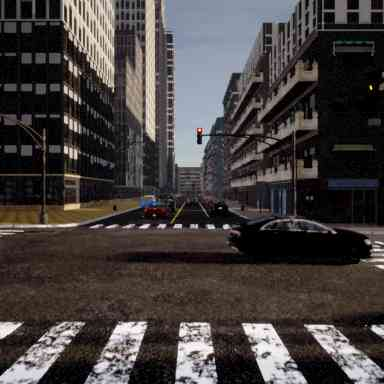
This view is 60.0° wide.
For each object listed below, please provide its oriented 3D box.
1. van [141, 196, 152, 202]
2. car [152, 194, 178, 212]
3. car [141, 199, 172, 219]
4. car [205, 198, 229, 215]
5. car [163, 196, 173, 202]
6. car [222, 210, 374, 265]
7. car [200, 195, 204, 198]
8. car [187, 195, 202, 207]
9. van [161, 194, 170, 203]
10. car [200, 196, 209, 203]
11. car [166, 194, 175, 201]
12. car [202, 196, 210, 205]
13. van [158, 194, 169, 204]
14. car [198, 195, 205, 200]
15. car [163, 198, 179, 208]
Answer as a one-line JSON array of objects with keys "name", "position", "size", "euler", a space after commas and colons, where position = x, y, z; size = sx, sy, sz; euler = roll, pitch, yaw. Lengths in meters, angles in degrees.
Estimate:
[{"name": "van", "position": [-5.683, 1.346, 43.728], "size": [1.690, 1.788, 3.998], "euler": [0, 0, 0]}, {"name": "car", "position": [-3.095, 1.225, 39.463], "size": [2.150, 2.045, 5.566], "euler": [0, 0, 0]}, {"name": "car", "position": [-3.095, 1.603, 29.564], "size": [1.895, 1.301, 4.718], "euler": [0, 0, 0]}, {"name": "car", "position": [2.696, 1.568, 33.760], "size": [1.947, 1.339, 4.313], "euler": [0, 0, 0]}, {"name": "car", "position": [-5.674, 1.567, 77.654], "size": [2.008, 1.369, 4.403], "euler": [0, 0, 0]}, {"name": "car", "position": [3.676, 1.593, 11.622], "size": [4.902, 1.511, 2.128], "euler": [1, 0, -1]}, {"name": "car", "position": [2.702, 1.560, 60.690], "size": [2.008, 1.369, 4.403], "euler": [0, 0, 0]}, {"name": "car", "position": [0.112, 1.608, 52.634], "size": [1.895, 1.301, 4.718], "euler": [0, 0, 0]}, {"name": "van", "position": [-5.676, 1.355, 72.000], "size": [1.690, 1.788, 3.998], "euler": [0, 0, 0]}, {"name": "car", "position": [2.705, 1.559, 71.997], "size": [1.887, 1.381, 4.507], "euler": [0, 0, 0]}, {"name": "car", "position": [-5.672, 1.336, 88.963], "size": [2.192, 1.841, 5.009], "euler": [0, 0, 0]}, {"name": "car", "position": [2.698, 1.549, 43.727], "size": [1.887, 1.381, 4.507], "euler": [0, 0, 0]}, {"name": "van", "position": [-5.678, 1.353, 66.345], "size": [1.690, 1.788, 3.998], "euler": [0, 0, 0]}, {"name": "car", "position": [2.710, 1.590, 94.615], "size": [1.947, 1.339, 4.313], "euler": [0, 0, 0]}, {"name": "car", "position": [-3.072, 1.570, 49.553], "size": [1.994, 1.385, 4.181], "euler": [0, 0, 0]}]
